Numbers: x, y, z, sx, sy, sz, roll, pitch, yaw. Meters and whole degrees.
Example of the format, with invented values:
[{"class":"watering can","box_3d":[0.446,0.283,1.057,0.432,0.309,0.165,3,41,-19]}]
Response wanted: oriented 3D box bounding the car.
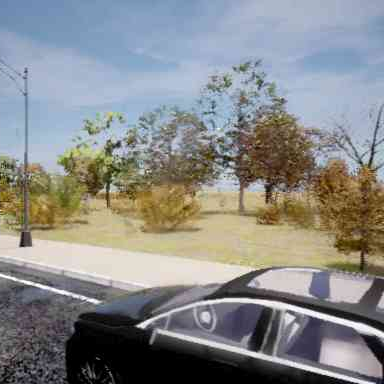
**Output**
[{"class":"car","box_3d":[0.778,1.502,3.128,4.902,1.511,2.128,-1,0,36]}]
